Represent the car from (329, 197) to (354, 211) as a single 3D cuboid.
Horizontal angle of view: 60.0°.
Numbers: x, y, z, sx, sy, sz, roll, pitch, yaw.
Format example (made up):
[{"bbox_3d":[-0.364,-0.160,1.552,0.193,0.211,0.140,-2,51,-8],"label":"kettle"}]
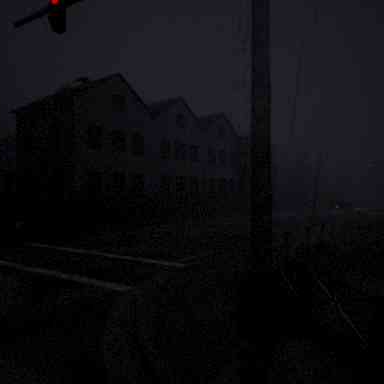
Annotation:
[{"bbox_3d":[16.534,1.280,36.728,1.837,1.490,4.892,0,0,35],"label":"car"}]
